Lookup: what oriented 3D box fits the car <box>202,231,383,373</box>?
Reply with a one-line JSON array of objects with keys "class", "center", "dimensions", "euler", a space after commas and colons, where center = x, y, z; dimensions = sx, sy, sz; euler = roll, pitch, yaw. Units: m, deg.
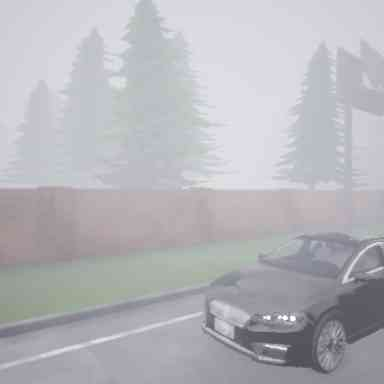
[{"class": "car", "center": [2.415, 1.488, 5.694], "dimensions": [4.902, 1.511, 2.128], "euler": [0, 0, -35]}]
